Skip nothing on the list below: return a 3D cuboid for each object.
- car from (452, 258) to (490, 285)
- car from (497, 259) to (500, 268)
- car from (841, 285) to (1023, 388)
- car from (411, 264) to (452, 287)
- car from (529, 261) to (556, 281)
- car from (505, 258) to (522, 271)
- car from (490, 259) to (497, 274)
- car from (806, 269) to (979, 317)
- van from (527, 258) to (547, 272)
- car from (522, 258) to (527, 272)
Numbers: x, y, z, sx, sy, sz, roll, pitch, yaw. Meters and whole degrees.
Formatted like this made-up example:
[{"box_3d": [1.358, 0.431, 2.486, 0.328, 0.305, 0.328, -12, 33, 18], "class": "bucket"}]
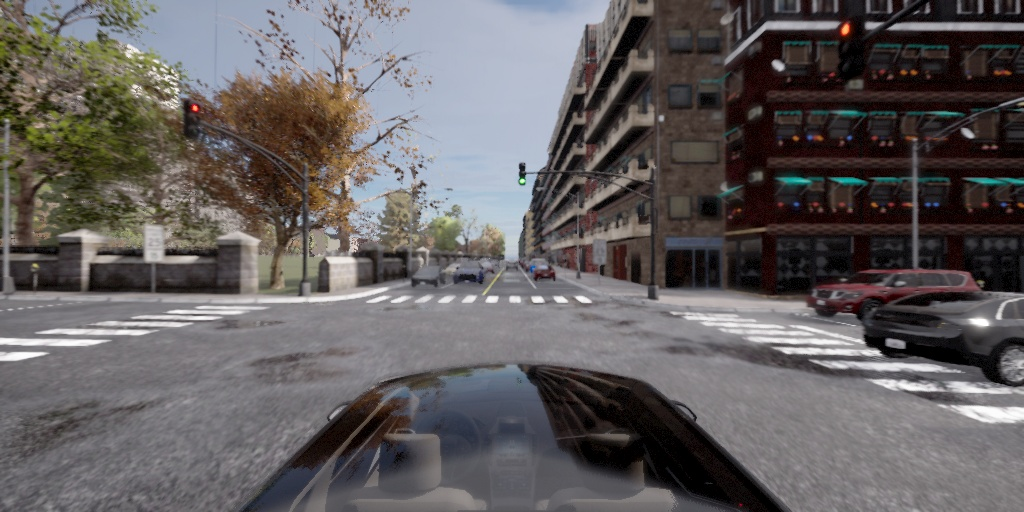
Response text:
[{"box_3d": [-3.091, 1.169, 26.991, 2.097, 1.767, 4.553, 0, 0, 0], "class": "car"}, {"box_3d": [-2.985, 1.170, 59.199, 2.128, 1.511, 4.902, 0, 0, 0], "class": "car"}, {"box_3d": [9.540, 1.453, 6.912, 4.892, 1.490, 1.837, 2, -2, -6], "class": "car"}, {"box_3d": [-5.683, 1.377, 25.065, 1.948, 1.339, 4.313, 0, 0, 0], "class": "car"}, {"box_3d": [2.699, 1.373, 30.692, 1.888, 1.381, 4.507, 0, 0, 0], "class": "car"}, {"box_3d": [0.013, 1.397, 53.365, 2.128, 1.511, 4.902, 0, 0, 0], "class": "car"}, {"box_3d": [-3.076, 1.394, 42.989, 1.812, 1.442, 4.674, 0, 0, 0], "class": "car"}, {"box_3d": [13.453, 1.375, 12.718, 5.009, 1.841, 2.192, 0, 0, -1], "class": "car"}, {"box_3d": [2.700, 1.187, 36.323, 1.690, 1.789, 3.998, 0, 0, 0], "class": "van"}, {"box_3d": [2.703, 1.324, 47.583, 1.967, 1.591, 4.097, 0, 0, 0], "class": "car"}]
